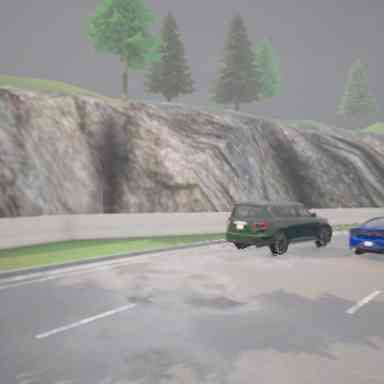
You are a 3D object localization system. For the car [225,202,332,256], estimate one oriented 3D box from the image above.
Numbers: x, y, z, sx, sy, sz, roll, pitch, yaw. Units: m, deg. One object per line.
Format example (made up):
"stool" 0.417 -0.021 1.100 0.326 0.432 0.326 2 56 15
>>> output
"car" 3.868 1.434 14.428 5.566 2.045 2.150 0 -1 -40

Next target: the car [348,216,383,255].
"car" 8.201 1.684 13.240 5.008 1.535 1.882 0 -1 -37
